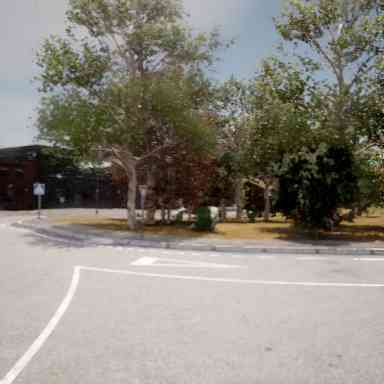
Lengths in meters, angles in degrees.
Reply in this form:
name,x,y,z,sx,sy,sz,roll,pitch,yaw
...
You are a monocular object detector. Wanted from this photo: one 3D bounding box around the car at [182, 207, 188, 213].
name,x,y,z,sx,sy,sz,roll,pitch,yaw
car,-1.429,4.955,93.413,2.435,2.045,5.566,0,-2,23
